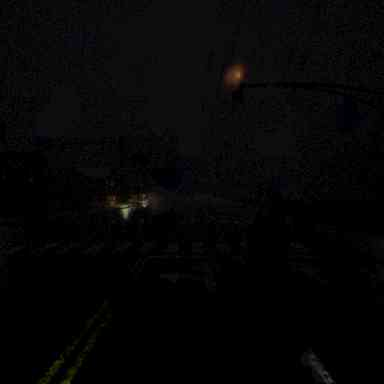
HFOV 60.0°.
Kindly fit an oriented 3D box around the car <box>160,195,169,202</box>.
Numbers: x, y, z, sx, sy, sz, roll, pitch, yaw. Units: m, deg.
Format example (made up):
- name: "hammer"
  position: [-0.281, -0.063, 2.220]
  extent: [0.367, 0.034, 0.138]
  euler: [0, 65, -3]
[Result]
- name: "car"
  position: [-6.451, 1.493, 78.463]
  extent: [2.033, 1.411, 5.357]
  euler: [0, 0, 0]
